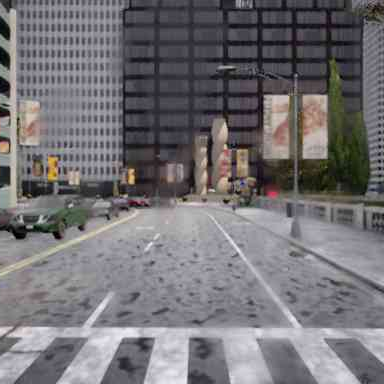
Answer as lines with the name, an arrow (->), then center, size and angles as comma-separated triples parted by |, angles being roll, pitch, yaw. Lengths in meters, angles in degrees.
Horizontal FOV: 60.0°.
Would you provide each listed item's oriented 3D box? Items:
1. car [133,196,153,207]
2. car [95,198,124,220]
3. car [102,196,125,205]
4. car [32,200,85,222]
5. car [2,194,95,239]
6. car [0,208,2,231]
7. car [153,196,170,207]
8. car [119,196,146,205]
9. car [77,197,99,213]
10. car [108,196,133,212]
car -> -7.538, 1.449, 46.810 | 1.895, 1.301, 4.718 | 0, 0, -25
car -> -7.096, 1.438, 26.952 | 1.812, 1.442, 4.674 | 0, 0, 0
car -> -13.107, 1.384, 55.492 | 1.994, 1.385, 4.181 | 0, 0, -43
car -> -10.585, 1.460, 26.886 | 2.033, 1.411, 5.357 | 0, 0, 0
car -> -7.105, 1.165, 17.315 | 2.150, 2.045, 5.566 | 0, 0, 0
car -> -10.598, 1.493, 16.812 | 2.033, 1.411, 5.357 | 0, 0, 0
car -> -4.802, 1.346, 49.124 | 1.837, 1.490, 4.892 | 0, 0, -29
car -> -10.380, 1.360, 57.685 | 2.033, 1.411, 5.357 | 0, 0, -43
car -> -11.453, 1.385, 36.905 | 1.837, 1.490, 4.892 | 0, 0, -10
car -> -8.007, 1.426, 37.568 | 2.033, 1.411, 5.357 | 0, 0, -10
